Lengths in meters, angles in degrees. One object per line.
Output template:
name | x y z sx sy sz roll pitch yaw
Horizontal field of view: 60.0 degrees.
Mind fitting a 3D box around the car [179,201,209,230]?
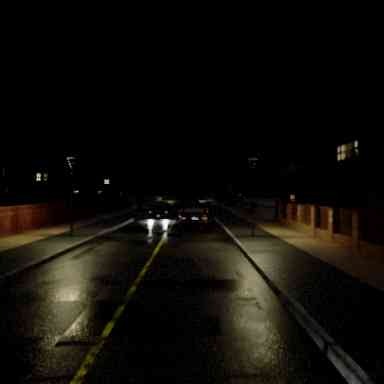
car | 0.105 1.561 21.412 2.033 1.411 5.357 0 0 0

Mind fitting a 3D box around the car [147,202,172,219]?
car | -2.747 1.574 29.773 2.033 1.411 5.357 0 0 0
